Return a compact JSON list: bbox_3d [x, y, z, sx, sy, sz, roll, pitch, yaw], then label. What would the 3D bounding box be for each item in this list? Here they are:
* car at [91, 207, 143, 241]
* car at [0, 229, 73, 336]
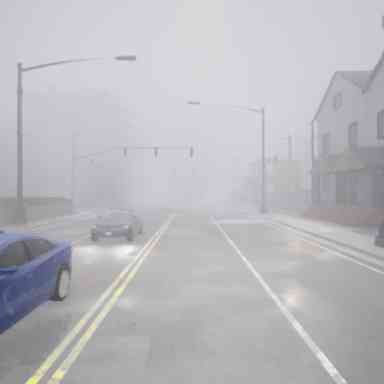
[{"bbox_3d":[-3.597,1.519,16.637,1.812,1.442,4.674,0,0,0],"label":"car"},{"bbox_3d":[-3.604,1.477,5.505,1.882,1.535,5.008,0,0,0],"label":"car"}]
